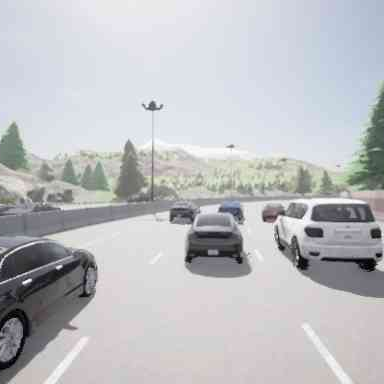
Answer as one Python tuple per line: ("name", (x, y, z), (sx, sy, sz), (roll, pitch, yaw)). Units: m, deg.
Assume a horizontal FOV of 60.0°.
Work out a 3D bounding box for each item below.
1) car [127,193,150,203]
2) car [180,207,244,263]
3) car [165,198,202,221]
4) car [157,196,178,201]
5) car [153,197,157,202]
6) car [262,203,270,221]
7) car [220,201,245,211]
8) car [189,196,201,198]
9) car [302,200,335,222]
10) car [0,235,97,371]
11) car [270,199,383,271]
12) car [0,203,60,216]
("car", (-10.400, 1.184, 64.938), (2.150, 2.045, 5.566), (0, 0, 23))
("car", (0.830, 1.504, 12.077), (1.837, 1.490, 4.892), (0, 0, 5))
("car", (-0.485, 1.498, 26.817), (1.837, 1.490, 4.892), (0, 0, 11))
("car", (-3.950, 1.456, 62.216), (1.882, 1.535, 5.008), (0, 0, 24))
("car", (-6.102, 1.448, 65.944), (1.882, 1.535, 5.008), (0, 0, 25))
("car", (6.724, 1.573, 27.086), (1.994, 1.385, 4.181), (0, 0, 12))
("car", (3.364, 1.479, 28.130), (1.882, 1.535, 5.008), (0, 0, 12))
("car", (0.460, 1.480, 63.413), (2.128, 1.511, 4.902), (0, 0, 25))
("car", (10.487, 1.495, 27.927), (1.882, 1.535, 5.008), (0, 0, 13))
("car", (-3.140, 1.497, 5.662), (1.837, 1.490, 4.892), (0, 0, 3))
("car", (4.239, 1.228, 11.196), (2.150, 2.045, 5.566), (0, 0, 5))
("car", (-11.806, 1.517, 24.655), (2.033, 1.411, 5.357), (0, 0, 10))
